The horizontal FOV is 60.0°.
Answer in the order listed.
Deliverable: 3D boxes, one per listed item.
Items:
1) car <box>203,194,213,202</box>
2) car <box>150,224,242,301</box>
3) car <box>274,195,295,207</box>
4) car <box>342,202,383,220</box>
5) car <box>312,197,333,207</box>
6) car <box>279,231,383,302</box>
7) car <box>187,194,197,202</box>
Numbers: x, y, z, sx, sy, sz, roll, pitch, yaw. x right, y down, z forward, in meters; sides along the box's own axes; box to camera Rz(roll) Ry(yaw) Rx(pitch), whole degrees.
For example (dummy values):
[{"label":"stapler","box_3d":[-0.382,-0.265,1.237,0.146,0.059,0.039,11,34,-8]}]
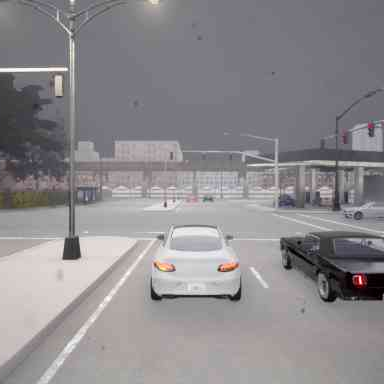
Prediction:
[{"label":"car","box_3d":[3.499,1.257,72.381,2.097,1.767,4.553,0,0,0]},{"label":"car","box_3d":[0.082,1.517,8.194,1.812,1.442,4.674,0,0,0]},{"label":"car","box_3d":[13.210,1.262,47.737,2.242,1.667,4.611,0,0,0]},{"label":"car","box_3d":[14.887,1.523,27.554,4.674,1.442,1.812,0,0,-1]},{"label":"car","box_3d":[18.955,1.434,48.500,1.970,1.475,3.806,0,0,0]},{"label":"car","box_3d":[3.587,1.599,8.178,1.895,1.301,4.718,0,0,0]},{"label":"car","box_3d":[-0.001,1.250,72.381,2.097,1.767,4.553,0,0,0]}]
